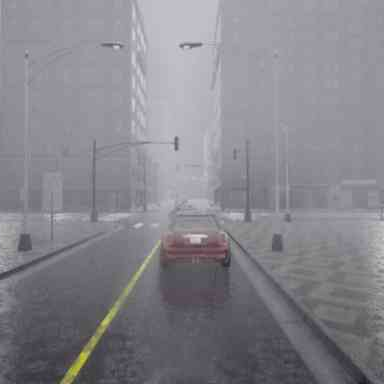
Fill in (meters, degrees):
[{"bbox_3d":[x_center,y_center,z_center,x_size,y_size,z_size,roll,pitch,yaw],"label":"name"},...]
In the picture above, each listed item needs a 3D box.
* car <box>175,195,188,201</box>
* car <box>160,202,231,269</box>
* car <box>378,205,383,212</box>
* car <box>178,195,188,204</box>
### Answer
[{"bbox_3d":[-2.255,1.882,63.768,2.128,1.511,4.902,0,0,1],"label":"car"},{"bbox_3d":[0.103,1.411,11.582,2.097,1.767,4.553,0,0,0],"label":"car"},{"bbox_3d":[24.563,1.790,38.864,4.718,1.301,1.895,0,-1,0],"label":"car"},{"bbox_3d":[-2.171,1.738,79.627,2.150,2.045,5.566,0,0,0],"label":"car"}]
